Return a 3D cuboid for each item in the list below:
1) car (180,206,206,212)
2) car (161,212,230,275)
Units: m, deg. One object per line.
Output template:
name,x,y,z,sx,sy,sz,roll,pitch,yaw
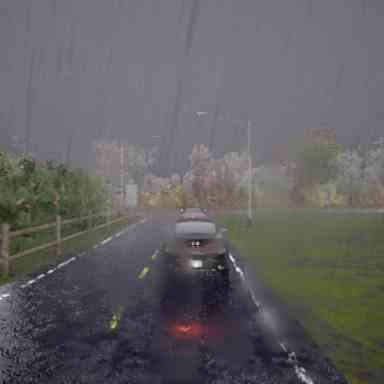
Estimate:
car,0.098,1.714,24.139,1.994,1.385,4.181,0,0,0
car,0.097,1.569,10.612,1.837,1.490,4.892,0,-1,0
